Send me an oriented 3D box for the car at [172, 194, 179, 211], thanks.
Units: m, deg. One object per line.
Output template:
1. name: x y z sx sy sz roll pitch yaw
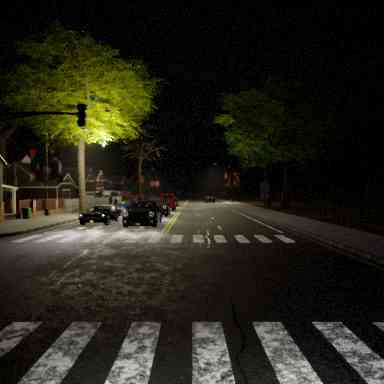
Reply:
1. car: -3.143 1.215 41.216 2.150 2.045 5.566 0 0 1

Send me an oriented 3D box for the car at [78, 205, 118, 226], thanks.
1. car: -6.481 1.594 23.711 1.895 1.301 4.718 0 0 0

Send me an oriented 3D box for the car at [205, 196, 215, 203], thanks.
1. car: 3.677 1.506 67.636 1.837 1.490 4.892 0 0 1

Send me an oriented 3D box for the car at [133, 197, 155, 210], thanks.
1. car: -6.369 1.486 44.633 2.128 1.511 4.902 0 0 1

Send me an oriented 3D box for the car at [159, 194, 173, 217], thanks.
1. car: -3.193 1.344 31.367 2.097 1.767 4.553 0 0 0

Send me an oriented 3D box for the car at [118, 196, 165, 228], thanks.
1. car: -3.239 1.345 22.164 2.097 1.767 4.553 0 0 0

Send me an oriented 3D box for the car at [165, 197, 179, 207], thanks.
1. car: -3.056 1.501 51.655 1.837 1.490 4.892 0 0 1

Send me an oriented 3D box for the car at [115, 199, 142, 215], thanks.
1. car: -6.419 1.518 34.193 1.812 1.442 4.674 0 0 0
